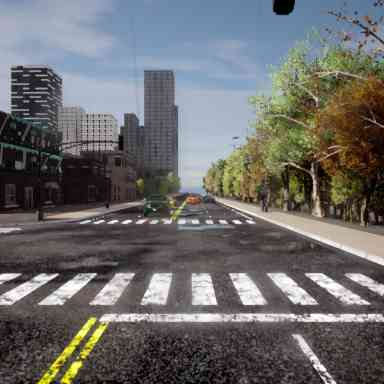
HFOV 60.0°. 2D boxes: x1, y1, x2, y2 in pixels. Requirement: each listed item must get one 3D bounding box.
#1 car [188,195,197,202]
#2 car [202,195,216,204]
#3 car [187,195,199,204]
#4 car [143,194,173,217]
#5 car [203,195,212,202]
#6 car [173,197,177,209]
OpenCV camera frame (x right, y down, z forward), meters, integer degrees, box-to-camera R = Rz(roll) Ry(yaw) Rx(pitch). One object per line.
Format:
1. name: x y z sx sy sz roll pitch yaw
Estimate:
1. car: 0.126 1.448 72.843 1.882 1.535 5.008 0 0 0
2. car: 3.450 1.539 63.153 1.994 1.385 4.181 0 0 0
3. car: 0.195 1.328 63.022 2.097 1.767 4.553 0 0 0
4. car: -3.293 1.211 32.085 2.150 2.045 5.566 0 0 0
5. car: 3.364 1.470 73.109 1.837 1.490 4.892 0 0 0
6. car: -3.272 1.463 42.267 1.882 1.535 5.008 0 0 0
